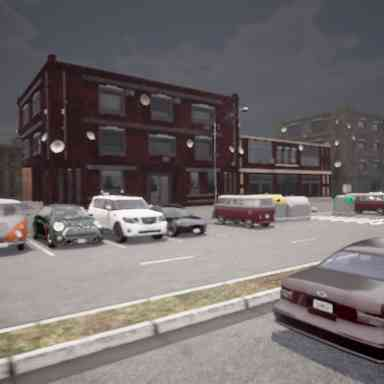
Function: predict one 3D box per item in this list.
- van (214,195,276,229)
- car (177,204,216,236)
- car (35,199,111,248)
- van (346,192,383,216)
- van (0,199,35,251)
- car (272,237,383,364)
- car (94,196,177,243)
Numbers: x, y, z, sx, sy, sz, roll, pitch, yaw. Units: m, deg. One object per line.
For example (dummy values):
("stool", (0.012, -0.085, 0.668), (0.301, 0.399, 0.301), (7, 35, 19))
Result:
("van", (3.209, 1.215, 21.559), (1.878, 1.987, 4.442), (0, 0, -36))
("car", (-1.171, 1.492, 18.199), (2.163, 1.488, 4.792), (0, 0, -36))
("car", (-5.671, 1.351, 15.007), (2.185, 1.767, 4.553), (0, 0, -36))
("van", (16.735, 1.114, 31.089), (1.878, 1.987, 4.442), (-1, 0, -36))
("van", (-7.816, 1.255, 13.267), (1.878, 1.987, 4.442), (0, 0, -36))
("car", (3.759, 1.538, 5.849), (5.357, 1.411, 2.033), (0, 0, -36))
("car", (-3.403, 1.218, 16.580), (2.435, 2.045, 5.566), (0, 0, -36))
